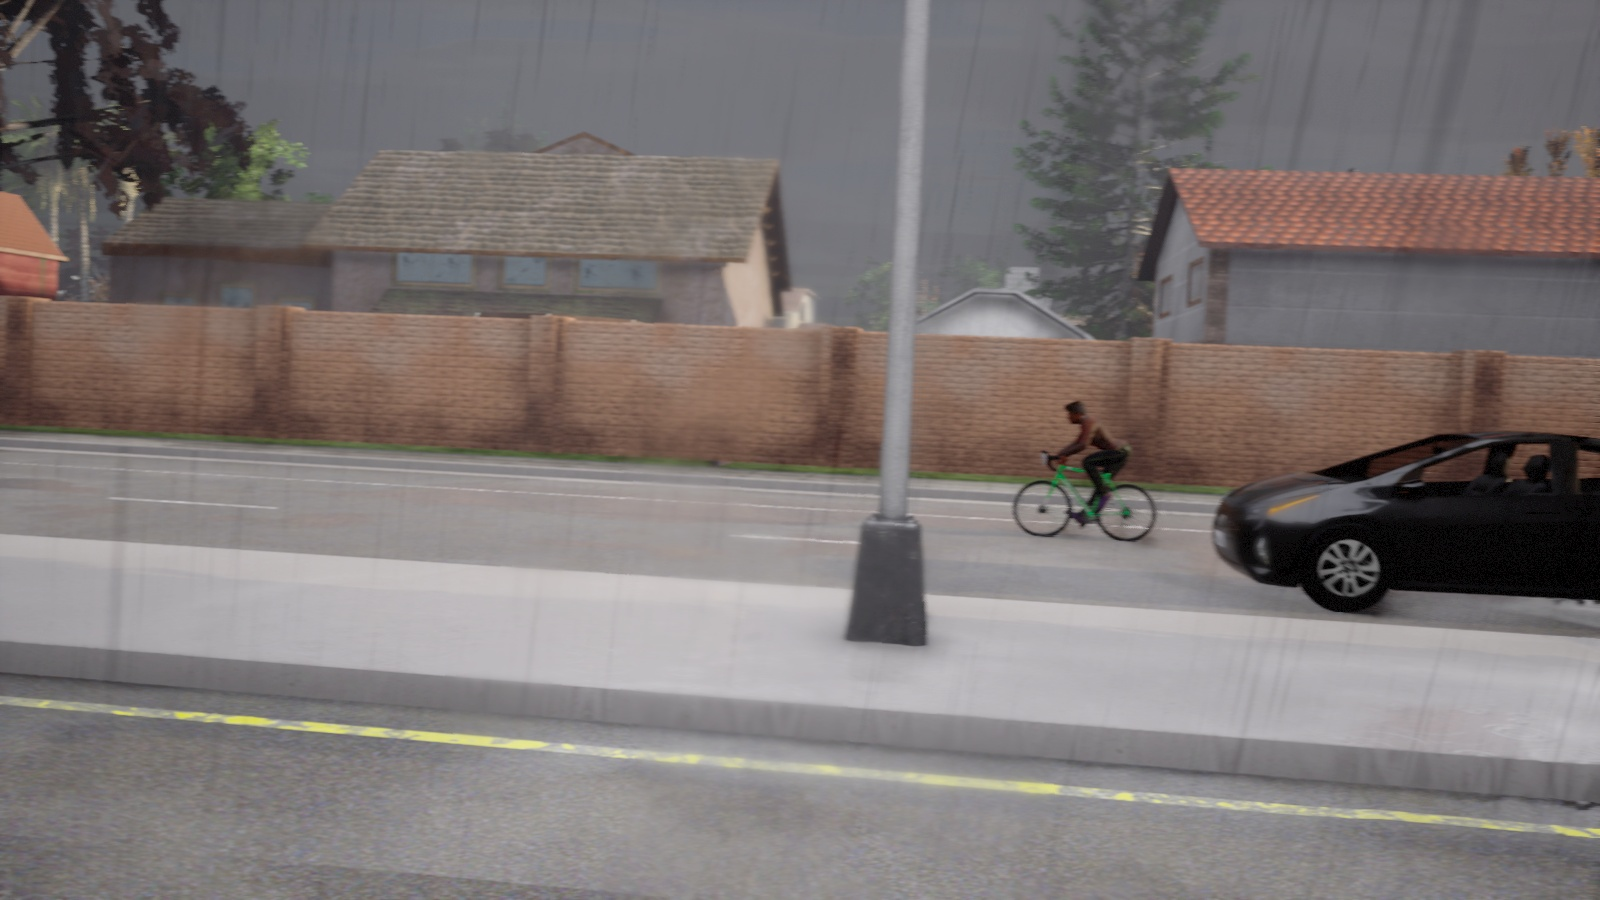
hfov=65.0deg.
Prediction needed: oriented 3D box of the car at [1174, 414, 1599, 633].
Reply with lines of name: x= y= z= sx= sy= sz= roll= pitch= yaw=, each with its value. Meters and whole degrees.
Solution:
car: x=5.768 y=0.589 z=10.862 sx=4.514 sy=1.525 sz=2.007 roll=3 pitch=3 yaw=7

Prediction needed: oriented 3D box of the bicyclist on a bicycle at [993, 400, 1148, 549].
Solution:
bicyclist on a bicycle: x=3.147 y=0.269 z=14.731 sx=1.656 sy=1.620 sz=0.582 roll=3 pitch=3 yaw=7
